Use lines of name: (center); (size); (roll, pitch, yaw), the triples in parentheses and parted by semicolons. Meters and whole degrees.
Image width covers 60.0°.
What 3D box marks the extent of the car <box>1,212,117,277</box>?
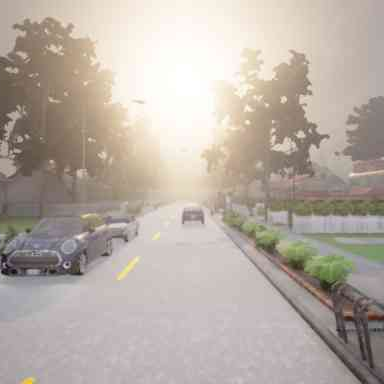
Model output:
car: (-4.099, 1.497, 10.829); (2.097, 1.767, 4.553); (0, -1, 0)

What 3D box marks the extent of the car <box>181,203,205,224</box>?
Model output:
car: (0.082, 1.865, 29.029); (1.882, 1.535, 5.008); (0, -1, 0)

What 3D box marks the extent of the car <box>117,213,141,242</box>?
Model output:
car: (-4.010, 1.847, 17.849); (1.895, 1.301, 4.718); (0, -1, 0)

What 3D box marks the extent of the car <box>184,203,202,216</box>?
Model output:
car: (0.079, 2.086, 40.407); (2.033, 1.411, 5.357); (0, -1, 0)
